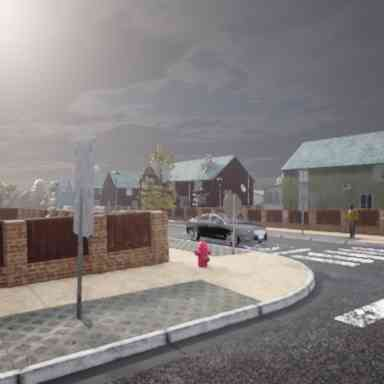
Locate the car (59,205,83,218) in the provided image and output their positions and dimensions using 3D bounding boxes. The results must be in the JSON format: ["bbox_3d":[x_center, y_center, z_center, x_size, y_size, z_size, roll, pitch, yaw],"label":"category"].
[{"bbox_3d":[-17.780,2.781,48.730,2.097,1.767,4.553,2,-3,-36],"label":"car"}]

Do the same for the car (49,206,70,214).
[{"bbox_3d":[-15.759,2.752,40.954,1.895,1.301,4.718,2,-3,-35],"label":"car"}]

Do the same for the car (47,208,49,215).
[{"bbox_3d":[-23.611,3.214,56.792,1.837,1.490,4.892,2,-3,-36],"label":"car"}]

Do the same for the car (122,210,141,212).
[{"bbox_3d":[-4.423,2.103,25.201,2.128,1.511,4.902,2,-3,-36],"label":"car"}]

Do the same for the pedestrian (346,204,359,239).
[{"bbox_3d":[8.403,1.510,17.465,0.375,1.860,0.375,0,0,-36],"label":"pedestrian"}]

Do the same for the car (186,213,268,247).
[{"bbox_3d":[1.630,1.820,16.899,2.128,1.511,4.902,2,-3,-37],"label":"car"}]

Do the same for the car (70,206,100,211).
[{"bbox_3d":[-10.084,2.232,33.059,2.097,1.767,4.553,2,-3,-36],"label":"car"}]
